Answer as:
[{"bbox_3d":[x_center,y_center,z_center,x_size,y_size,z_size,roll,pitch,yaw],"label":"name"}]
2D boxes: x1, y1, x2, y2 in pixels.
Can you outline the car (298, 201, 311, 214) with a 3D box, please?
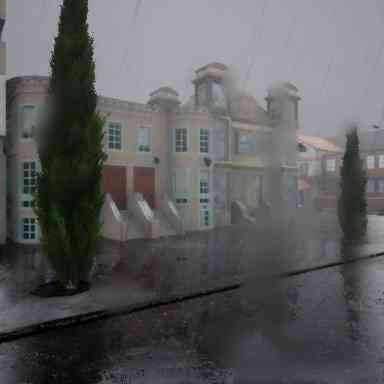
[{"bbox_3d":[10.035,1.352,34.559,2.097,1.767,4.553,0,0,-35],"label":"car"}]
